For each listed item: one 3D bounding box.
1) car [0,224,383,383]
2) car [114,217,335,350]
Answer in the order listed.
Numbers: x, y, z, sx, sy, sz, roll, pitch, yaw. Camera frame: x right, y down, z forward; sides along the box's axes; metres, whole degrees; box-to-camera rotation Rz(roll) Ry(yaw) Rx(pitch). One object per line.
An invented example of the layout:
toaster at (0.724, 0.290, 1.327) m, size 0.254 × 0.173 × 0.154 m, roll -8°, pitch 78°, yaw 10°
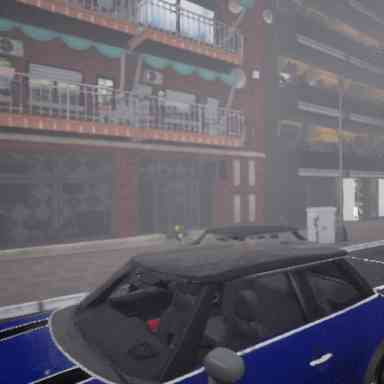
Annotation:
car at (-0.023, 1.351, 3.053) m, size 4.553 × 1.767 × 2.097 m, roll 0°, pitch 0°, yaw -35°
car at (0.775, 1.438, 6.663) m, size 4.097 × 1.590 × 1.967 m, roll 0°, pitch -1°, yaw -35°
